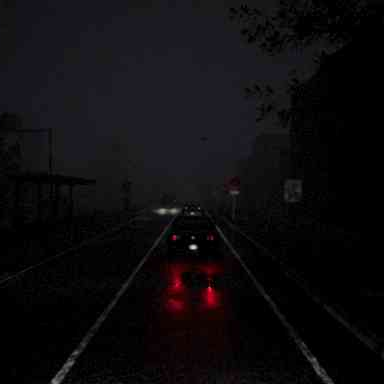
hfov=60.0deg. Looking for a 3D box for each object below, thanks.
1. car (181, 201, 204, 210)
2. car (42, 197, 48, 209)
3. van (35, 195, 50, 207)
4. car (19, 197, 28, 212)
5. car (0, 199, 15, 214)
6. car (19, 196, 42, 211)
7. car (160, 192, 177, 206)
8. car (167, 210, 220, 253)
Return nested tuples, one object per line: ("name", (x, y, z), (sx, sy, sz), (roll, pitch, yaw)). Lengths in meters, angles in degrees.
("car", (0.075, 1.577, 30.310), (2.128, 1.511, 4.902), (0, 0, 0))
("car", (-22.145, 1.715, 43.898), (4.792, 1.488, 2.163), (0, 0, 0))
("van", (-22.002, 1.473, 46.673), (4.442, 1.987, 1.878), (0, 0, 0))
("car", (-22.138, 1.688, 38.346), (4.792, 1.488, 2.163), (0, 0, 0))
("car", (-22.099, 1.646, 35.572), (4.892, 1.521, 2.231), (0, 0, 0))
("car", (-21.926, 1.669, 41.121), (5.366, 1.575, 1.946), (0, 0, 0))
("car", (-3.331, 1.021, 48.368), (2.150, 2.045, 5.566), (0, -6, 0))
("car", (0.067, 1.665, 13.973), (1.895, 1.301, 4.718), (0, 0, 0))
